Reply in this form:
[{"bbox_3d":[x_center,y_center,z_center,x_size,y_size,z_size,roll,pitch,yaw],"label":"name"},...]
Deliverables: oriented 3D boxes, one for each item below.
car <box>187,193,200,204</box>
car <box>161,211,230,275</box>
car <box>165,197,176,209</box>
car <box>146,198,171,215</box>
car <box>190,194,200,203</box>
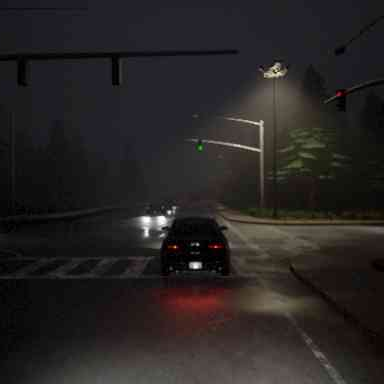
[{"bbox_3d":[0.301,1.225,62.522,2.150,2.045,5.566,0,0,2],"label":"car"},{"bbox_3d":[0.093,1.511,10.440,1.837,1.490,4.892,0,0,0],"label":"car"},{"bbox_3d":[-3.569,1.503,43.858,1.882,1.535,5.008,0,0,0],"label":"car"},{"bbox_3d":[-3.593,1.626,34.576,1.895,1.301,4.718,0,0,0],"label":"car"},{"bbox_3d":[0.672,1.357,72.934,2.097,1.767,4.553,0,0,2],"label":"car"}]
